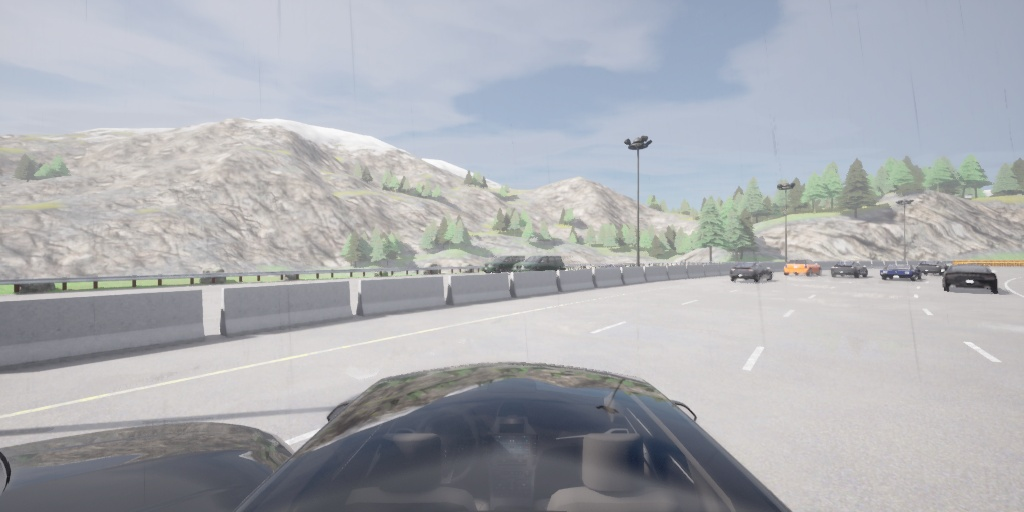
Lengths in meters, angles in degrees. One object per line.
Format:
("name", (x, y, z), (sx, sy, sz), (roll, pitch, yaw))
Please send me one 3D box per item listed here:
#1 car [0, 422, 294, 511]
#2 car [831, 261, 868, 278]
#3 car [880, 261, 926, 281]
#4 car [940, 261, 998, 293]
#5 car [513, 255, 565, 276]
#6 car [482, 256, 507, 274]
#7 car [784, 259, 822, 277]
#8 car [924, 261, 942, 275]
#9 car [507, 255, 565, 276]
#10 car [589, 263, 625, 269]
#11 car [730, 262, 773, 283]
("car", (-2.982, 1.255, 0.524), (4.892, 1.490, 1.837), (0, 0, -45))
("car", (31.370, 1.242, 33.338), (4.902, 1.511, 2.128), (0, 0, -35))
("car", (32.304, 1.351, 29.728), (4.718, 1.301, 1.895), (0, 0, -35))
("car", (26.785, 1.227, 21.043), (5.008, 1.535, 1.882), (0, 0, -39))
("car", (2.941, 0.970, 37.714), (5.566, 2.045, 2.150), (0, 0, -42))
("car", (-0.664, 0.971, 39.171), (5.566, 2.045, 2.150), (0, 0, -42))
("car", (29.419, 1.102, 36.233), (4.553, 1.767, 2.097), (0, 0, -36))
("car", (43.308, 1.242, 36.862), (4.902, 1.511, 2.128), (0, 0, -31))
("car", (2.509, 0.972, 32.565), (5.566, 2.045, 2.150), (0, 0, -43))
("car", (9.264, 1.351, 33.951), (4.718, 1.301, 1.895), (0, 0, -41))
("car", (18.748, 1.240, 28.032), (4.902, 1.511, 2.128), (0, 0, -40))
